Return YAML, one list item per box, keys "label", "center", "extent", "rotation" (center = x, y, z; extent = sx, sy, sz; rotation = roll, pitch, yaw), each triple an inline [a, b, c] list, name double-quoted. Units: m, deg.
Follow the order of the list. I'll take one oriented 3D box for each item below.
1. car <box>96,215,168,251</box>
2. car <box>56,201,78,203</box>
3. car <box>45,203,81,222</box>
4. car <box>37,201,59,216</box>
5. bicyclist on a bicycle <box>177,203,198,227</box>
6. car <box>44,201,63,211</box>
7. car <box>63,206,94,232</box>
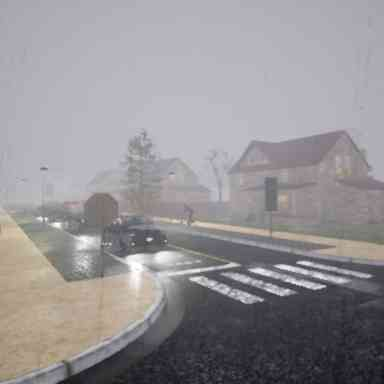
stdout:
- label: "car"
  center: [-2.723, 1.771, 15.262]
  extent: [1.994, 1.385, 4.181]
  rotation: [0, -1, -31]
- label: "car"
  center: [-15.693, 1.912, 42.814]
  extent: [2.097, 1.767, 4.553]
  rotation: [0, 0, -32]
- label: "car"
  center: [-12.072, 1.973, 30.981]
  extent: [1.994, 1.385, 4.181]
  rotation: [0, -1, -30]
- label: "car"
  center: [-17.220, 2.127, 39.684]
  extent: [1.895, 1.301, 4.718]
  rotation: [0, -1, -30]
- label: "bicyclist on a bicycle"
  center: [-0.309, 1.578, 22.656]
  extent: [1.656, 1.620, 0.582]
  rotation: [0, -1, -31]
- label: "car"
  center: [-22.831, 2.219, 54.781]
  extent: [2.128, 1.511, 4.902]
  rotation: [0, -1, -31]
- label: "car"
  center: [-7.231, 1.903, 22.831]
  extent: [1.895, 1.301, 4.718]
  rotation: [0, -1, -31]
